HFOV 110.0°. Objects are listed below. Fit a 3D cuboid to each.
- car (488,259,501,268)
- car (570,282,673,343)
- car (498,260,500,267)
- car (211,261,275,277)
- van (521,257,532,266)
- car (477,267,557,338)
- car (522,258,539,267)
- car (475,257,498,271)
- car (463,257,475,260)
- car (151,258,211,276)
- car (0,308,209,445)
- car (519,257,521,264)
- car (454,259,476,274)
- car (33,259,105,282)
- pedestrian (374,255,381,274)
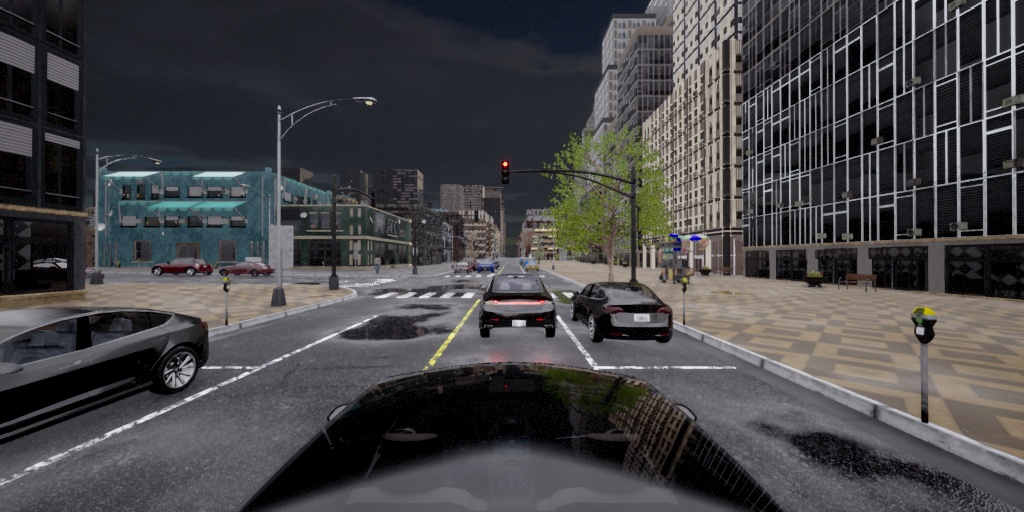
[{"bbox_3d":[-3.064,1.302,63.960,2.033,1.411,5.357,0,0,0],"label":"car"},{"bbox_3d":[2.691,1.316,9.512,1.948,1.339,4.313,0,0,0],"label":"car"},{"bbox_3d":[-3.082,1.318,53.512,1.994,1.385,4.181,0,0,1],"label":"car"},{"bbox_3d":[-22.823,1.090,30.900,4.207,1.307,1.802,0,0,-1],"label":"car"},{"bbox_3d":[2.688,1.094,53.093,1.690,1.789,3.998,0,0,0],"label":"van"},{"bbox_3d":[0.110,1.242,10.182,2.128,1.511,4.902,0,0,-1],"label":"car"},{"bbox_3d":[2.688,1.278,47.711,1.751,1.417,4.829,0,0,0],"label":"car"},{"bbox_3d":[-3.103,1.230,43.661,1.882,1.535,5.008,0,0,0],"label":"car"},{"bbox_3d":[-5.692,1.068,47.538,2.192,1.841,5.009,0,0,0],"label":"car"},{"bbox_3d":[-28.370,0.879,30.822,4.097,1.591,1.967,0,0,-1],"label":"car"},{"bbox_3d":[-5.689,1.316,3.972,1.948,1.339,4.313,0,0,0],"label":"car"},{"bbox_3d":[2.687,1.305,64.194,2.007,1.370,4.403,0,0,0],"label":"car"},{"bbox_3d":[-5.692,1.334,41.987,1.802,1.307,4.207,0,0,0],"label":"car"},{"bbox_3d":[-28.251,0.980,22.442,4.207,1.307,1.802,0,0,-1],"label":"car"},{"bbox_3d":[-12.751,0.789,33.992,0.375,1.860,0.375,0,-1,-1],"label":"pedestrian"}]
